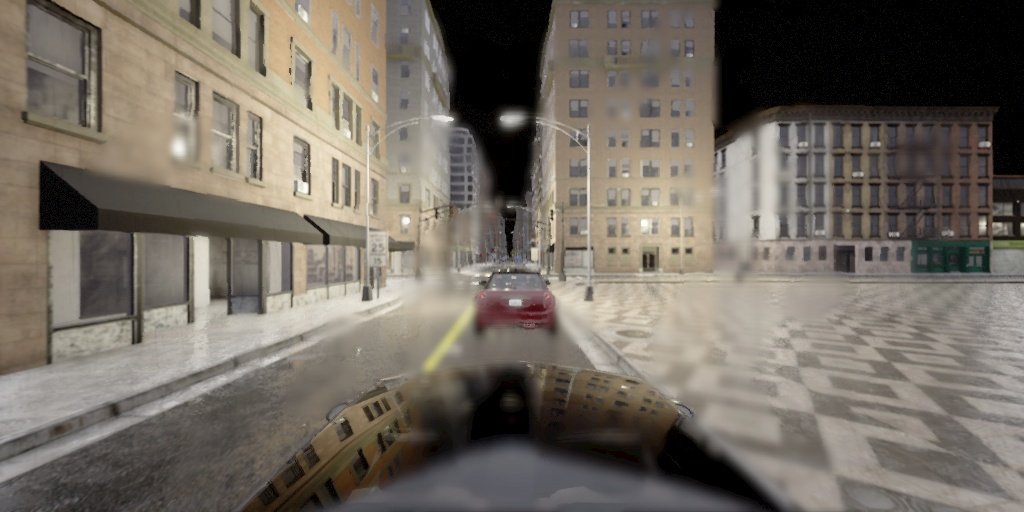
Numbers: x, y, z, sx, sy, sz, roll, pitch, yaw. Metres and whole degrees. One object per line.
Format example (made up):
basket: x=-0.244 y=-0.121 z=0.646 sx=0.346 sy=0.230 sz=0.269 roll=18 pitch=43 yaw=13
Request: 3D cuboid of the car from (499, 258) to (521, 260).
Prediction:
car: x=0.051 y=1.142 z=20.615 sx=2.097 sy=1.767 sz=4.553 roll=0 pitch=0 yaw=-1

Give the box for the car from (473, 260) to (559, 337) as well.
car: x=0.103 y=1.121 z=10.549 sx=2.097 sy=1.767 sz=4.553 roll=0 pitch=0 yaw=0
